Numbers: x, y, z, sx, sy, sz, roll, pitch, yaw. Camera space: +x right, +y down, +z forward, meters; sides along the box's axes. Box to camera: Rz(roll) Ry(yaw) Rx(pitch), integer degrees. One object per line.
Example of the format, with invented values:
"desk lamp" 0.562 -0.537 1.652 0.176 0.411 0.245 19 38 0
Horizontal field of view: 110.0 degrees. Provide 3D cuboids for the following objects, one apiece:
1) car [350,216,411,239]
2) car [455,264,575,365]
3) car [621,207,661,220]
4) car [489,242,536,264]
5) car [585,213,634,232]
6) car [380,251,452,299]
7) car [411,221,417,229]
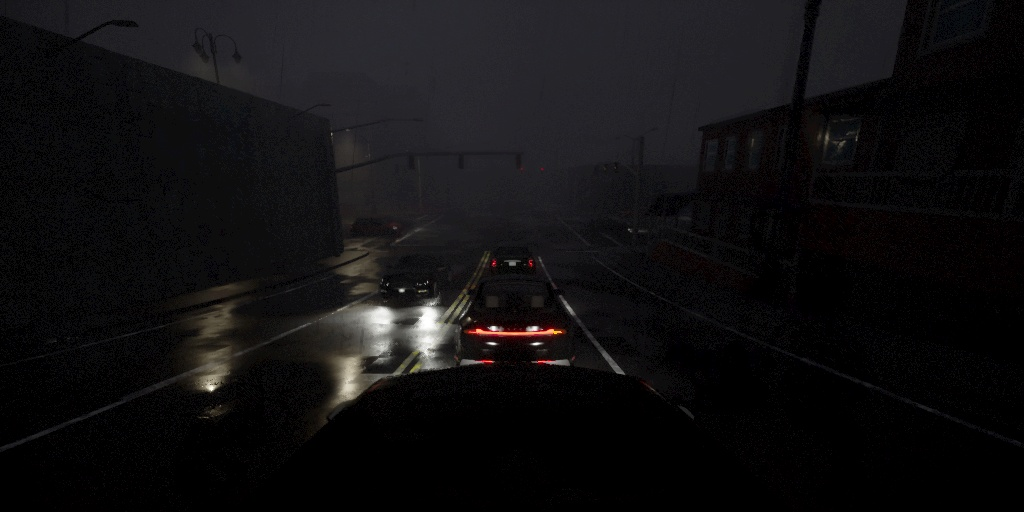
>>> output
"car" -11.943 -2.615 32.058 4.553 1.767 2.097 1 12 4
"car" 0.057 1.122 7.163 1.837 1.490 4.892 0 2 0
"car" 16.474 -5.544 46.017 5.008 1.535 1.882 0 12 0
"car" 0.027 0.086 17.418 2.097 1.767 4.553 0 7 0
"car" 9.368 -3.183 35.619 4.181 1.385 1.994 0 12 0
"car" -3.578 0.636 14.051 1.837 1.490 4.892 0 6 0
"car" -12.341 -3.250 35.882 5.357 1.411 2.033 -1 12 -3
